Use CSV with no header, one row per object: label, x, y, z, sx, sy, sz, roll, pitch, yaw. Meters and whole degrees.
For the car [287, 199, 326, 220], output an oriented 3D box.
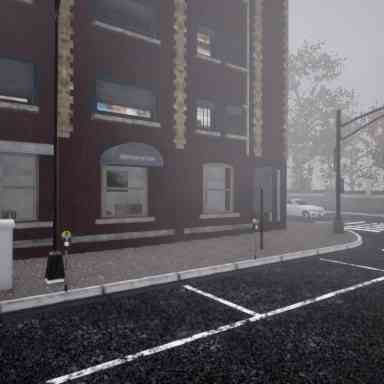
car,8.019,1.256,25.821,1.812,1.442,4.674,0,1,-36
